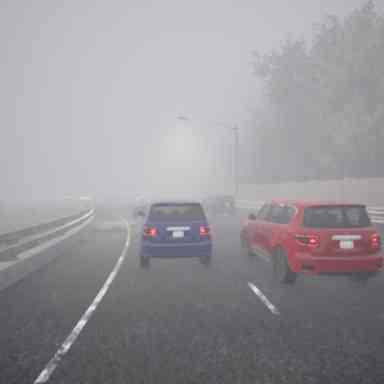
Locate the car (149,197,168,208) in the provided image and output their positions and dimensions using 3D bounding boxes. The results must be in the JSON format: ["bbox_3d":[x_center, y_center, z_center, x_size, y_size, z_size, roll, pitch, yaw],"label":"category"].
[{"bbox_3d":[-5.472,1.620,53.656,1.882,1.535,5.008,0,0,-20],"label":"car"}]

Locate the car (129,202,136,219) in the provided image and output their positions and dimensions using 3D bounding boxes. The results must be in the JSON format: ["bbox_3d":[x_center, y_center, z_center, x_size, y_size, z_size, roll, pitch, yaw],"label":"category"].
[{"bbox_3d":[-4.563,1.580,30.032,2.128,1.511,4.902,0,0,-17],"label":"car"}]

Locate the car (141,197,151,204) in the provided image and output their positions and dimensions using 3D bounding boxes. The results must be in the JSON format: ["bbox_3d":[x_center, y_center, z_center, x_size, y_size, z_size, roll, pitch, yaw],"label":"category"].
[{"bbox_3d":[-9.870,1.728,71.048,1.812,1.442,4.674,0,0,-4],"label":"car"}]

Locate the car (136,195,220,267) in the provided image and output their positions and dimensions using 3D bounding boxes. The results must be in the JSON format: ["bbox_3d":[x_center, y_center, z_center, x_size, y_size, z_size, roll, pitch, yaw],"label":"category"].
[{"bbox_3d":[-0.711,1.251,11.772,2.150,2.045,5.566,0,0,-7],"label":"car"}]

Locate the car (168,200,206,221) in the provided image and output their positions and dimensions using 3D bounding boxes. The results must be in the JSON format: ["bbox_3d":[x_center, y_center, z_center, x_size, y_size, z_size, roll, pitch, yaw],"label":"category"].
[{"bbox_3d":[-0.536,1.554,28.752,2.128,1.511,4.902,0,0,-15],"label":"car"}]

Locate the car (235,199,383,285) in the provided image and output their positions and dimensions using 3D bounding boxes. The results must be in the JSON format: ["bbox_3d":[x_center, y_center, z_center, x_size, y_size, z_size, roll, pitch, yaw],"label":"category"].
[{"bbox_3d":[3.047,1.224,9.753,2.150,2.045,5.566,0,0,-5],"label":"car"}]

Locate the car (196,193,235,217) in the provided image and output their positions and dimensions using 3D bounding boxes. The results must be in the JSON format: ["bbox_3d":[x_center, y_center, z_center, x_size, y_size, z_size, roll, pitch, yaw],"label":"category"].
[{"bbox_3d":[2.297,1.273,31.410,2.150,2.045,5.566,0,0,-17],"label":"car"}]
